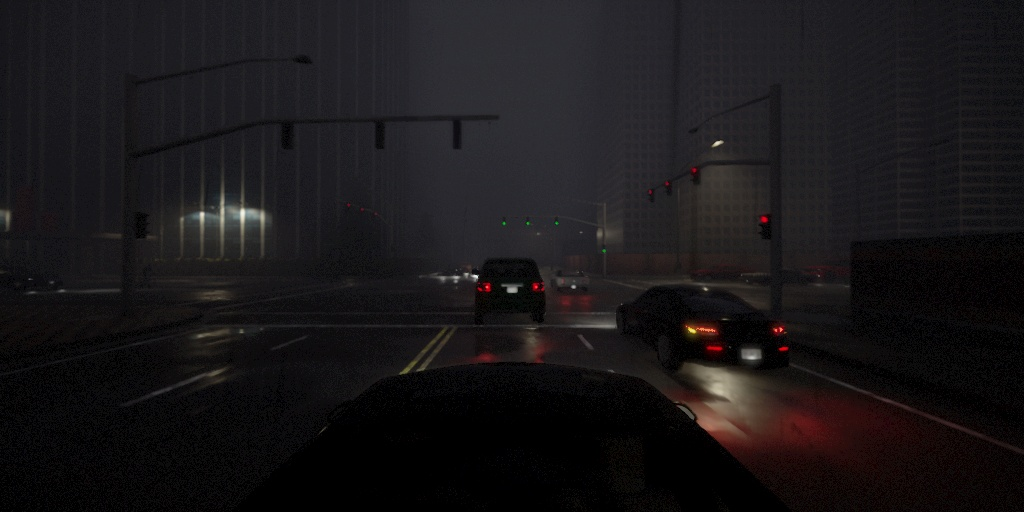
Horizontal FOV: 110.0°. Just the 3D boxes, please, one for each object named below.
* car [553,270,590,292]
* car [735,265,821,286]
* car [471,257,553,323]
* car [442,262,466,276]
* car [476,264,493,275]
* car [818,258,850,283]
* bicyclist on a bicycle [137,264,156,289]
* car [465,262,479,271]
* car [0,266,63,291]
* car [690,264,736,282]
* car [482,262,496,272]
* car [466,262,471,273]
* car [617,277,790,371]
[{"bbox_3d":[3.593,1.523,23.117,1.895,1.301,4.718,0,0,0],"label":"car"},{"bbox_3d":[19.845,1.553,26.901,4.718,1.301,1.895,0,0,0],"label":"car"},{"bbox_3d":[-0.237,1.063,12.790,2.150,2.045,5.566,0,0,-5],"label":"car"},{"bbox_3d":[-7.107,1.612,43.437,1.812,1.442,4.674,0,0,0],"label":"car"},{"bbox_3d":[-3.600,1.717,47.220,1.895,1.301,4.718,0,0,0],"label":"car"},{"bbox_3d":[27.715,1.201,30.338,5.566,2.045,2.150,0,0,1],"label":"car"},{"bbox_3d":[-24.675,1.385,24.246,0.582,1.620,1.656,0,-1,-13],"label":"bicyclist on a bicycle"},{"bbox_3d":[-7.018,1.748,63.018,1.837,1.490,4.892,0,0,0],"label":"car"},{"bbox_3d":[-31.614,1.412,22.719,4.902,1.511,2.128,0,0,0],"label":"car"},{"bbox_3d":[17.773,1.458,30.412,5.008,1.535,1.882,0,0,0],"label":"car"},{"bbox_3d":[-3.557,1.670,56.608,1.882,1.535,5.008,0,0,0],"label":"car"},{"bbox_3d":[-7.081,1.639,52.773,1.882,1.535,5.008,0,0,0],"label":"car"},{"bbox_3d":[3.656,1.324,7.694,1.812,1.442,4.674,0,0,1],"label":"car"}]
